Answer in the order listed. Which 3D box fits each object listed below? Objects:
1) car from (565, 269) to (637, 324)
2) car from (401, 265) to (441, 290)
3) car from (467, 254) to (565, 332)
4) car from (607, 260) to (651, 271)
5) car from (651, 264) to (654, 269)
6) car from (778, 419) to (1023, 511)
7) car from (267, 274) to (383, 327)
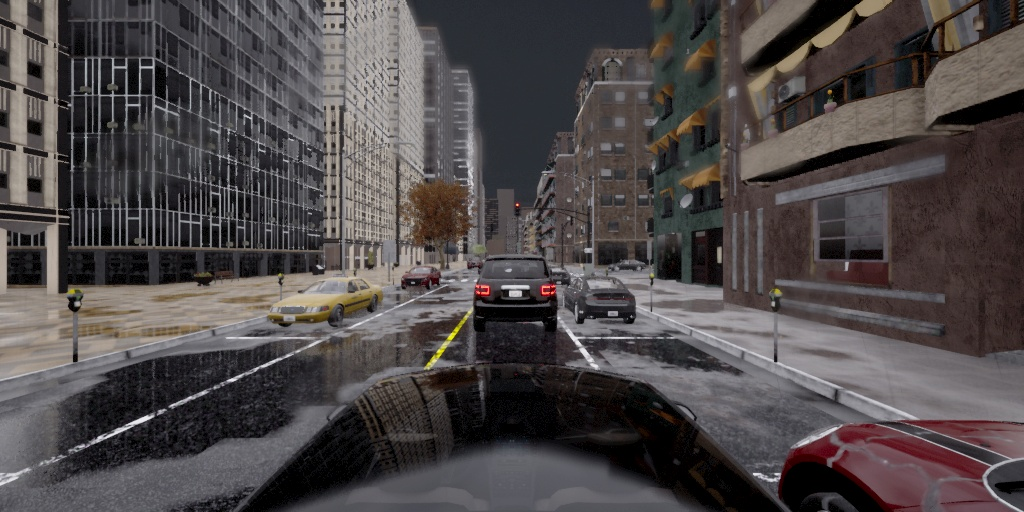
[{"bbox_3d":[2.693,1.301,11.740,2.007,1.370,4.403,0,0,0],"label":"car"},{"bbox_3d":[-5.683,1.300,22.810,1.888,1.381,4.507,0,0,0],"label":"car"},{"bbox_3d":[0.094,0.972,11.018,2.150,2.045,5.566,0,0,0],"label":"car"},{"bbox_3d":[13.452,1.109,42.217,4.403,1.370,2.007,0,0,-1],"label":"car"},{"bbox_3d":[18.849,1.006,42.269,4.829,1.417,1.751,0,0,-1],"label":"car"},{"bbox_3d":[2.687,1.190,0.675,1.967,1.591,4.097,0,0,0],"label":"car"},{"bbox_3d":[-5.687,1.276,11.574,1.751,1.417,4.829,0,0,0],"label":"car"}]
